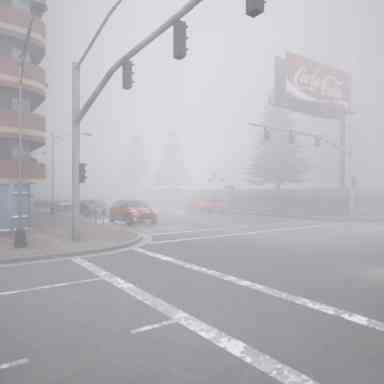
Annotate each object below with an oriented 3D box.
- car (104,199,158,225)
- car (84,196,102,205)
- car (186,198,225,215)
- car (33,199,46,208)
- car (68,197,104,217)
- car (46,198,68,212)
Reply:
[{"bbox_3d":[-4.274,1.351,23.925,2.097,1.767,4.553,0,0,-36],"label":"car"},{"bbox_3d":[-18.338,1.525,61.583,1.812,1.442,4.674,0,0,-36],"label":"car"},{"bbox_3d":[1.283,1.351,34.479,2.097,1.767,4.553,0,0,-36],"label":"car"},{"bbox_3d":[-21.215,1.600,47.397,1.895,1.301,4.718,0,0,-35],"label":"car"},{"bbox_3d":[-9.610,1.491,31.292,2.128,1.511,4.902,0,0,-36],"label":"car"},{"bbox_3d":[-15.278,1.477,39.136,1.882,1.535,5.008,0,0,-36],"label":"car"}]
